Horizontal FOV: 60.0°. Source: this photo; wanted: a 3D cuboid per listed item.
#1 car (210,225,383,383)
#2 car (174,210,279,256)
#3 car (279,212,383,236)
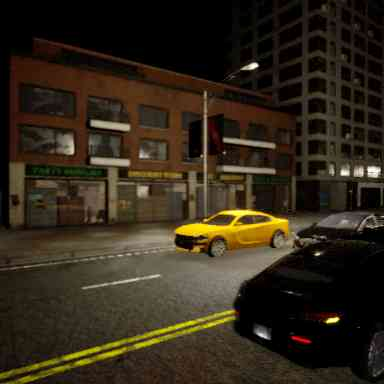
[{"bbox_3d":[2.727,1.521,5.384,4.674,1.442,1.812,0,0,-35],"label":"car"},{"bbox_3d":[1.659,1.469,12.850,5.008,1.535,1.882,0,0,-35],"label":"car"},{"bbox_3d":[5.591,1.481,11.664,4.902,1.511,2.128,0,0,-35],"label":"car"}]
